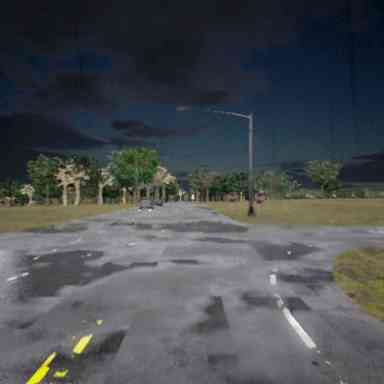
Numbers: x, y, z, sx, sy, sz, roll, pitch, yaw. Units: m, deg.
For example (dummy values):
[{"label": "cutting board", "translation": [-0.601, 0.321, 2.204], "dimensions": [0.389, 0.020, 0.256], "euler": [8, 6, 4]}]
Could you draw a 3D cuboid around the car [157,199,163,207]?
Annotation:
[{"label": "car", "translation": [-6.906, 2.150, 66.369], "dimensions": [2.033, 1.411, 5.357], "euler": [0, -1, 0]}]

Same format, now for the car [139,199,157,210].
[{"label": "car", "translation": [-6.954, 1.911, 50.858], "dimensions": [1.837, 1.490, 4.892], "euler": [0, -1, 0]}]
